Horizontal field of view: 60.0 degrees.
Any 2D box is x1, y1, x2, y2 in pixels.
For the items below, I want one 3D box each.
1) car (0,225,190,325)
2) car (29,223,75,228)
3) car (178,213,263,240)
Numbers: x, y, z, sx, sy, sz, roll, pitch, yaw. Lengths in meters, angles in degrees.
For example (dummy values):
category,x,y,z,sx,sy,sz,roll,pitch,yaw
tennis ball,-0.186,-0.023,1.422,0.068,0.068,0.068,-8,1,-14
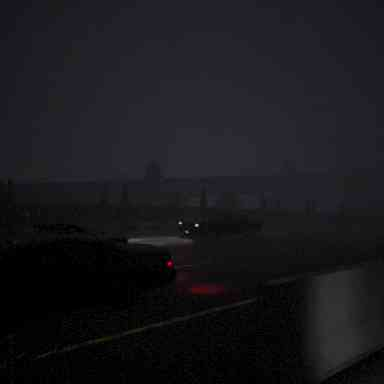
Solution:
category,x,y,z,sx,sy,sz,roll,pitch,yaw
car,-2.869,1.543,6.243,5.357,1.411,2.033,0,0,-35
car,-4.339,1.594,9.493,4.718,1.301,1.895,0,0,-35
car,1.560,1.778,17.990,4.718,1.301,1.895,3,-2,-35
